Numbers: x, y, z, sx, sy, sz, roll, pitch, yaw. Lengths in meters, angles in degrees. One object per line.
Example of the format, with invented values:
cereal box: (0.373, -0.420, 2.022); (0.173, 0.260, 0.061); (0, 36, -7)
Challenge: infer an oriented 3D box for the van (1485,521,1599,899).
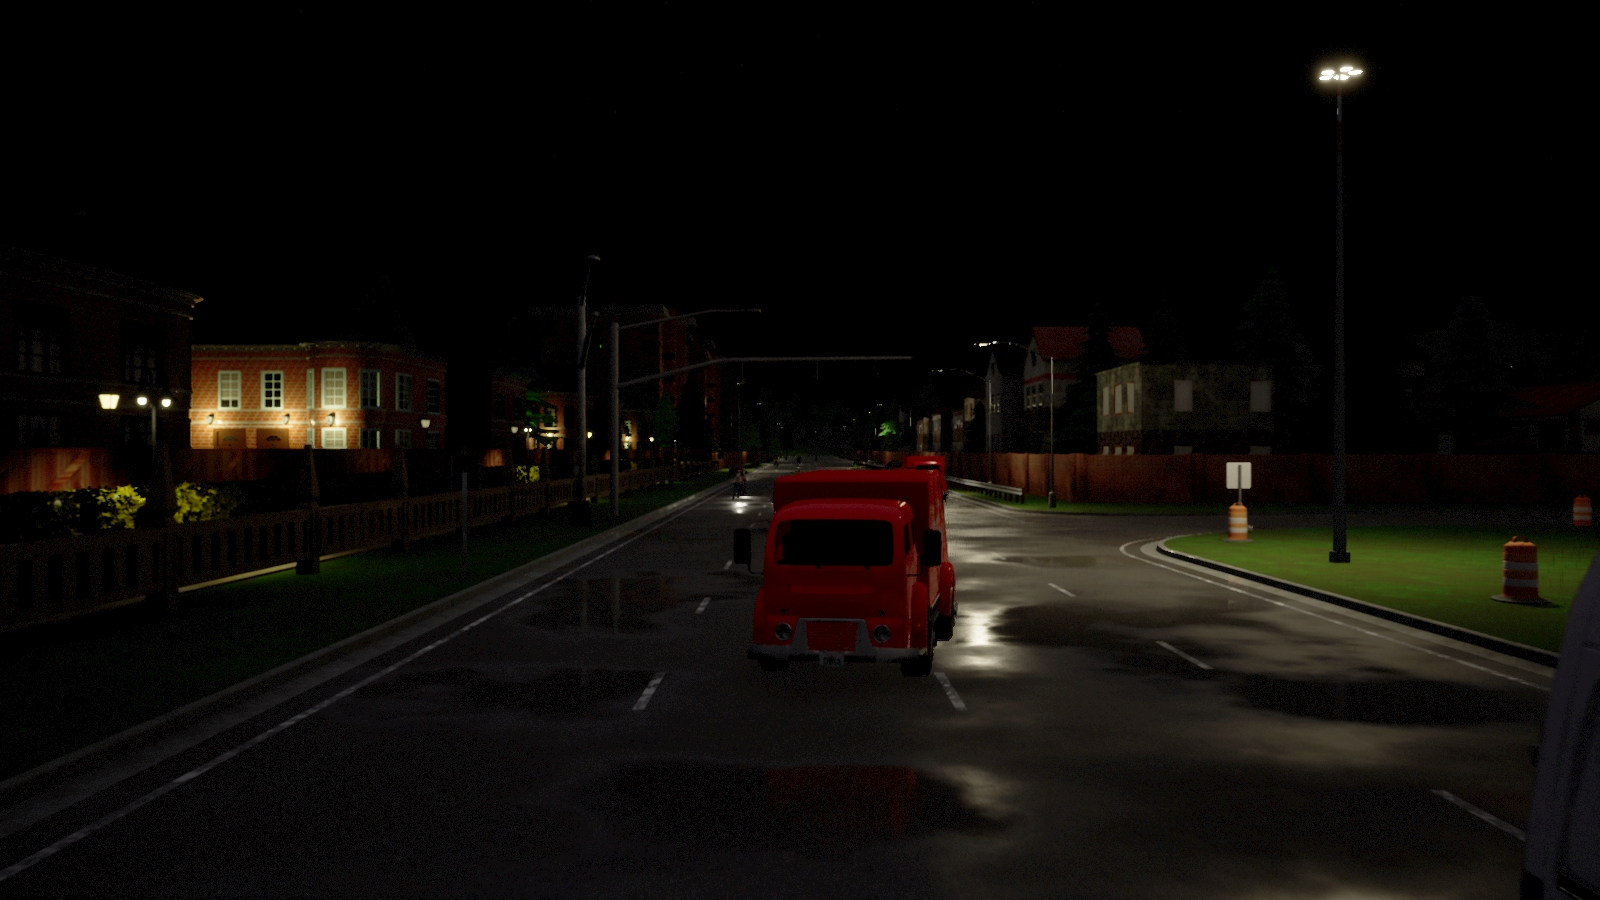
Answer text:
van: (3.504, 1.535, 1.226); (1.988, 2.561, 5.915); (0, 0, 0)

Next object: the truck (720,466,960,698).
truck: (0.808, 1.554, 15.832); (2.627, 2.467, 5.204); (0, 1, 10)

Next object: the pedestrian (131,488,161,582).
pedestrian: (-13.177, 1.705, 23.027); (0.375, 1.860, 0.375); (0, 0, 0)
